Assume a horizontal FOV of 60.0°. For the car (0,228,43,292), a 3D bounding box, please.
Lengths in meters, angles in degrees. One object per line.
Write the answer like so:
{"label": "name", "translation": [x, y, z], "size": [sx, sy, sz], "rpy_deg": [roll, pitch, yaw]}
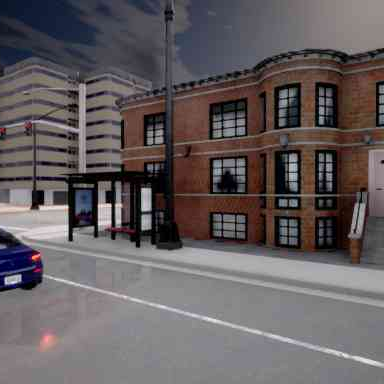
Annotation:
{"label": "car", "translation": [-5.289, 1.508, 7.718], "size": [4.674, 1.442, 1.812], "rpy_deg": [0, 0, 36]}
